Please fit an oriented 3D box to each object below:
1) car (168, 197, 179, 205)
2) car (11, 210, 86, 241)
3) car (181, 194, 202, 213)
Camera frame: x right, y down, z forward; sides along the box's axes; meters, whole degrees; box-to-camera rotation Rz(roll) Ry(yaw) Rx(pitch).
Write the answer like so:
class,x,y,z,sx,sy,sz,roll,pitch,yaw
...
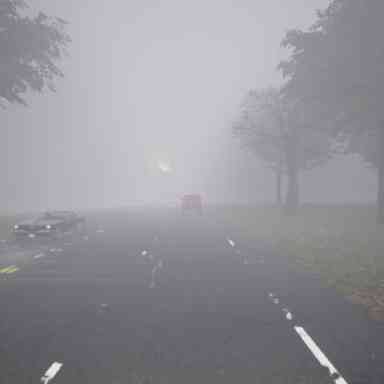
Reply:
class,x,y,z,sx,sy,sz,roll,pitch,yaw
car,-3.538,1.683,64.585,1.812,1.442,4.674,0,0,0
car,-6.987,1.606,16.753,1.895,1.301,4.718,0,0,1
car,-0.020,1.252,37.021,2.150,2.045,5.566,0,0,0
